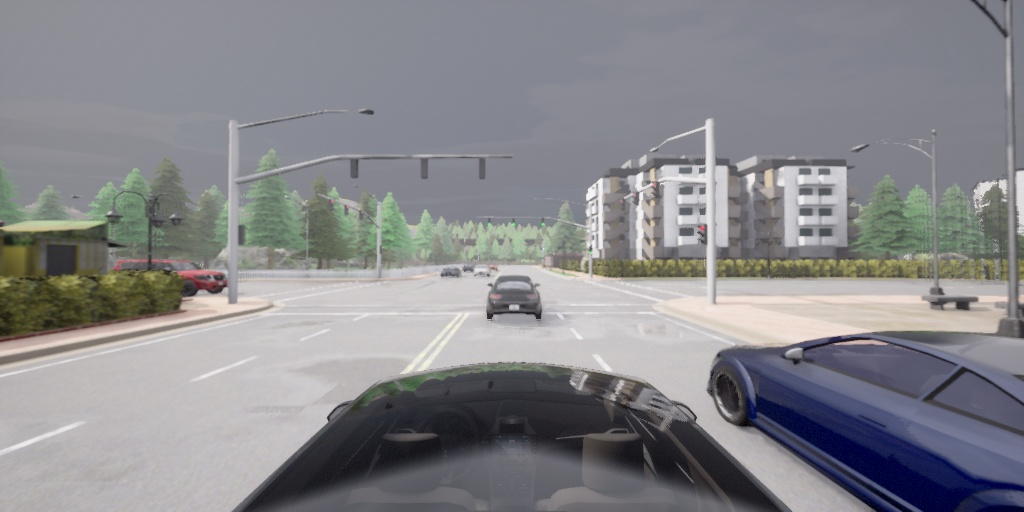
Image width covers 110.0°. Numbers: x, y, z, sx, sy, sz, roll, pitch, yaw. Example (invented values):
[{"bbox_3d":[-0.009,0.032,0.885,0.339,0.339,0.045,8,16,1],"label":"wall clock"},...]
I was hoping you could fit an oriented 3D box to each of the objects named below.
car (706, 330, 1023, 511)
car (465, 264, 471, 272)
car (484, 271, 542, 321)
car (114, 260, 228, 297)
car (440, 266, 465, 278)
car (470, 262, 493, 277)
[{"bbox_3d":[3.602,1.333,3.111,1.994,1.385,4.181,0,-1,0],"label":"car"},{"bbox_3d":[-7.170,2.084,61.107,2.033,1.411,5.357,0,-1,0],"label":"car"},{"bbox_3d":[0.071,1.427,13.170,1.812,1.442,4.674,0,-1,0],"label":"car"},{"bbox_3d":[-19.364,1.220,20.388,5.566,2.045,2.150,0,-1,-2],"label":"car"},{"bbox_3d":[-7.071,1.846,41.864,1.994,1.385,4.181,0,-1,0],"label":"car"},{"bbox_3d":[-3.655,1.838,44.164,1.812,1.442,4.674,0,-1,0],"label":"car"}]
